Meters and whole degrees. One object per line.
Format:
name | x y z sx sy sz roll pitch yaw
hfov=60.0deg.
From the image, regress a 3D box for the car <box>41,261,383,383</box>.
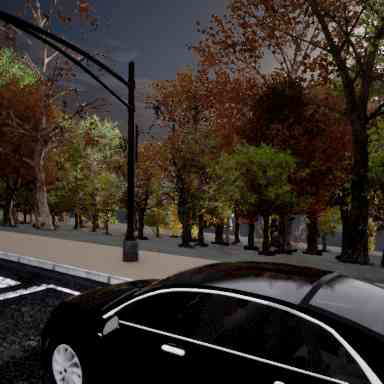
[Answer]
car | 0.389 1.504 3.397 4.892 1.490 1.837 0 0 36
